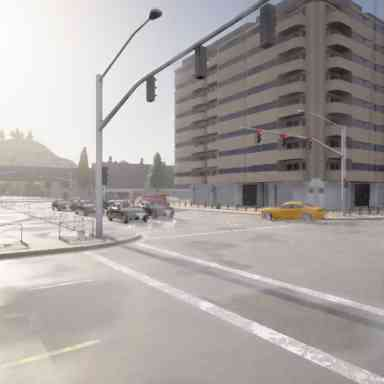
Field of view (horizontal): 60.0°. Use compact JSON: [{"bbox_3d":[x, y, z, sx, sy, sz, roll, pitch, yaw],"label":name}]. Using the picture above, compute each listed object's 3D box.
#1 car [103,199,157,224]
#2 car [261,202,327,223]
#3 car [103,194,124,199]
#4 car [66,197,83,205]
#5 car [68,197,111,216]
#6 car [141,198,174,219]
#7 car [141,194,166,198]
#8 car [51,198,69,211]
[{"bbox_3d":[-5.063,1.547,25.796,2.128,1.511,4.902,0,0,-35],"label":"car"},{"bbox_3d":[7.856,1.529,26.030,5.008,1.535,1.882,0,2,38],"label":"car"},{"bbox_3d":[-9.095,1.277,37.551,2.150,2.045,5.566,0,0,-35],"label":"car"},{"bbox_3d":[-22.008,1.619,62.189,1.994,1.385,4.181,0,0,-35],"label":"car"},{"bbox_3d":[-10.309,1.547,33.209,2.128,1.511,4.902,0,0,-35],"label":"car"},{"bbox_3d":[-3.395,1.547,29.499,2.128,1.511,4.902,0,0,-35],"label":"car"},{"bbox_3d":[-5.383,1.277,44.755,2.150,2.045,5.566,0,0,-35],"label":"car"},{"bbox_3d":[-16.115,1.547,41.424,2.128,1.511,4.902,0,0,-35],"label":"car"}]
